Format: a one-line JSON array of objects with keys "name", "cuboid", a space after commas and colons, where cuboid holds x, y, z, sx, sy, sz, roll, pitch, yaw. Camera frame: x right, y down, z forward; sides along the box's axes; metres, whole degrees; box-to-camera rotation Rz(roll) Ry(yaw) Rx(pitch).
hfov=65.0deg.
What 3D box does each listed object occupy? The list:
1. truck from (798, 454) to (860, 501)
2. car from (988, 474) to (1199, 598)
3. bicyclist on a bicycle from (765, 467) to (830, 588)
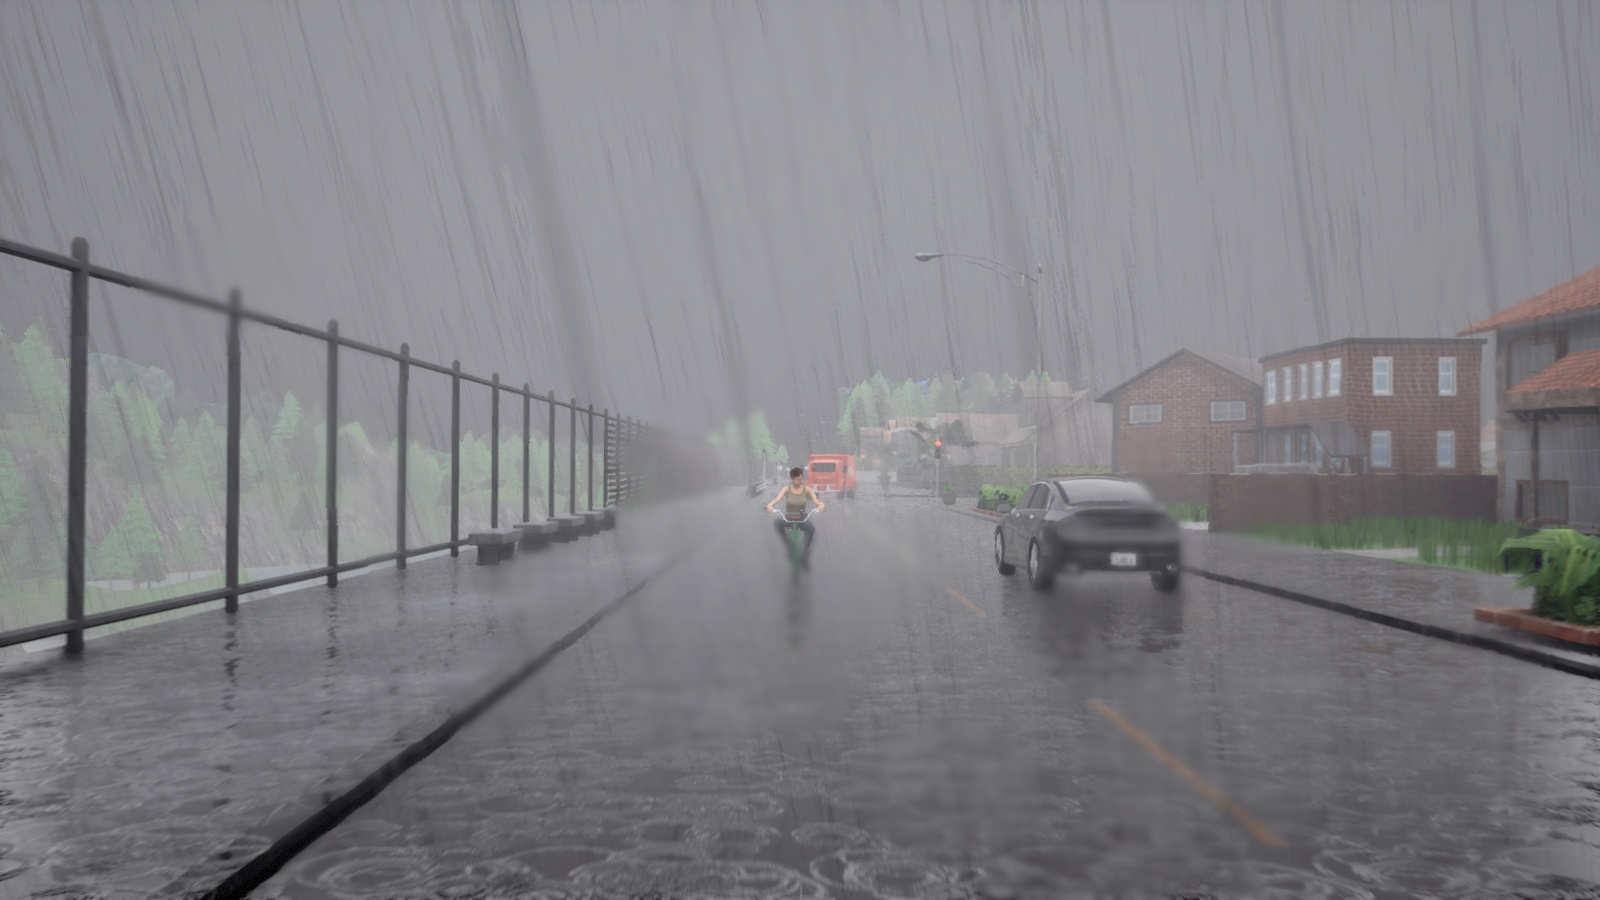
[{"name": "truck", "cuboid": [1.656, 1.474, 68.882, 2.627, 2.467, 5.204, 0, -1, 10]}, {"name": "car", "cuboid": [3.958, 1.102, 17.823, 1.837, 1.490, 4.892, 0, -1, 0]}, {"name": "bicyclist on a bicycle", "cuboid": [-0.036, 1.045, 17.536, 0.866, 1.612, 1.509, 0, -1, 0]}]
